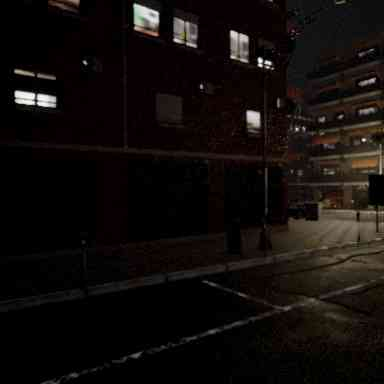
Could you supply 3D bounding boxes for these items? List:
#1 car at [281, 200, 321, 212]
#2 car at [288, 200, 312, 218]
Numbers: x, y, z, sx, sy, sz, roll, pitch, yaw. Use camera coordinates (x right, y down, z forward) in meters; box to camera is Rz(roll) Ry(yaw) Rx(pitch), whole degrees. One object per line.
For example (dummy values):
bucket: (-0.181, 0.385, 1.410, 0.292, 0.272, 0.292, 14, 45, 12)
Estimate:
car: (13.512, 1.705, 41.469, 2.008, 1.369, 4.403, -2, 0, -35)
car: (9.906, 1.776, 32.091, 2.008, 1.369, 4.403, -2, 0, -35)
